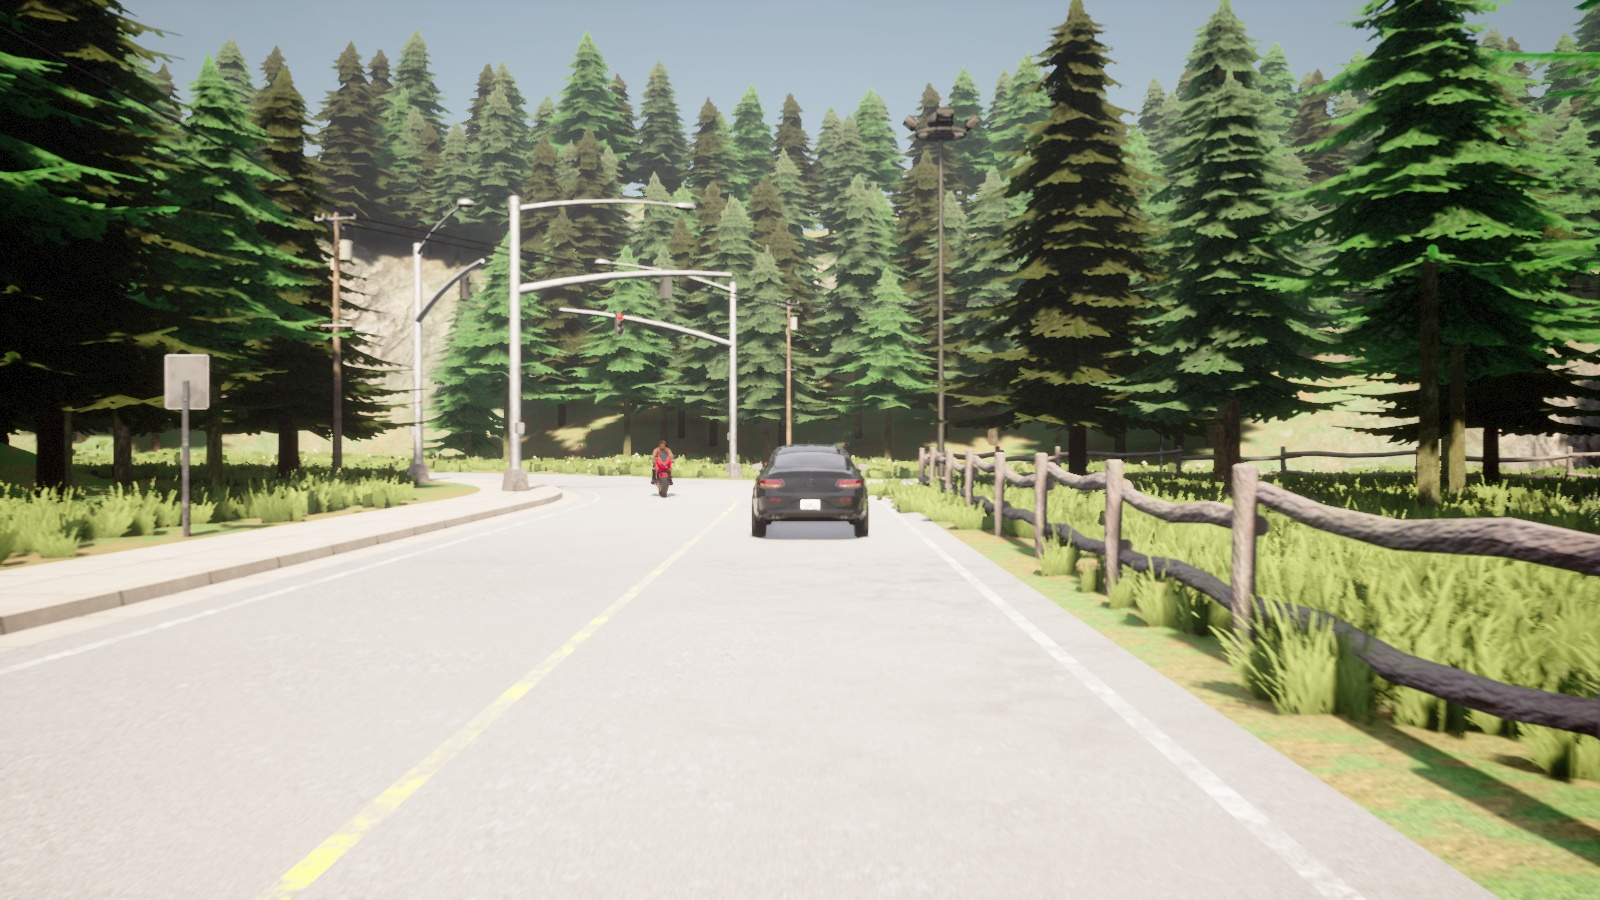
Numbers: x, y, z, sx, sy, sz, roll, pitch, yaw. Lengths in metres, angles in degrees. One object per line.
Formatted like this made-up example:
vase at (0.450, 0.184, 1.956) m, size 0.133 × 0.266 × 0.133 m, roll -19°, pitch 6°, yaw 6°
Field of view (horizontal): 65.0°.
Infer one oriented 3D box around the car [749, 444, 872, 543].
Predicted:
car at (0.172, 0.627, 20.789) m, size 1.812 × 1.442 × 4.674 m, roll 0°, pitch 0°, yaw 0°

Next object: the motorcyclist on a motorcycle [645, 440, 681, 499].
motorcyclist on a motorcycle at (-3.654, 0.490, 33.410) m, size 0.797 × 1.523 × 2.044 m, roll -1°, pitch 1°, yaw -10°
